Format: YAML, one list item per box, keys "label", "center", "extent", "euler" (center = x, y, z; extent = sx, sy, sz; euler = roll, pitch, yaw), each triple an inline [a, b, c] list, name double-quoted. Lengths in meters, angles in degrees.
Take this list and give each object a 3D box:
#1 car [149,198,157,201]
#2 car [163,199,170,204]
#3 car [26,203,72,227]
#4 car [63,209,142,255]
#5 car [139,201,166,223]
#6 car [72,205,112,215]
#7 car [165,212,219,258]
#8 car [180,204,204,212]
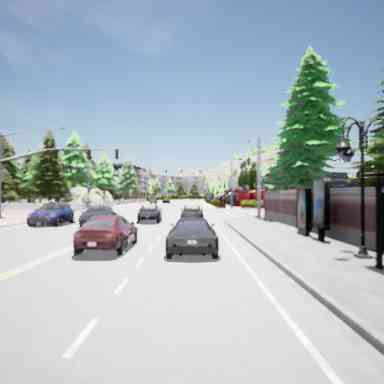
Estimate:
- label: "car"
  center: [-10.501, 2.497, 89.935]
  extent: [2.128, 1.511, 4.902]
  euler: [0, -1, 0]
- label: "car"
  center: [-7.001, 2.566, 89.905]
  extent: [1.895, 1.301, 4.718]
  euler: [0, -1, 0]
- label: "car"
  center: [-10.517, 1.624, 25.089]
  extent: [2.097, 1.767, 4.553]
  euler: [0, 0, 0]
- label: "car"
  center: [-3.476, 1.677, 13.892]
  extent: [1.812, 1.442, 4.674]
  euler: [0, 0, 1]
- label: "car"
  center: [-3.597, 1.802, 28.476]
  extent: [2.128, 1.511, 4.902]
  euler: [0, 0, -3]
- label: "car"
  center: [-7.017, 1.779, 25.008]
  extent: [1.837, 1.490, 4.892]
  euler: [0, -1, 0]
- label: "car"
  center: [0.019, 1.711, 13.414]
  extent: [1.994, 1.385, 4.181]
  euler: [0, -1, 0]
- label: "car"
  center: [0.020, 1.802, 28.492]
  extent: [2.128, 1.511, 4.902]
  euler: [0, 0, 0]
